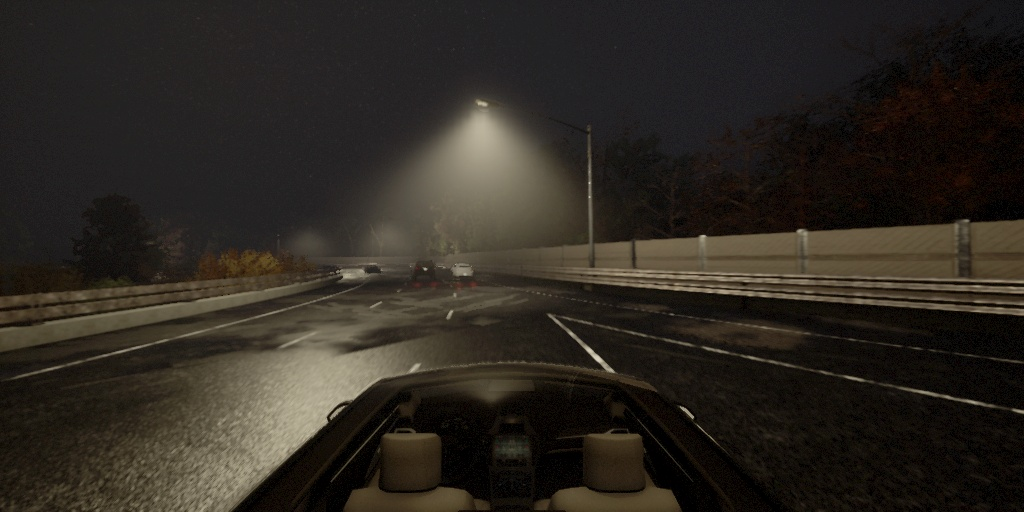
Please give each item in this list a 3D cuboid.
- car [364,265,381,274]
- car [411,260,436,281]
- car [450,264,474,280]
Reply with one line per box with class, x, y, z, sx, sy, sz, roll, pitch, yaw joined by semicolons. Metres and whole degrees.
car;-22.111;2.100;56.717;1.994;1.385;4.181;0;-1;-30
car;-9.107;1.410;36.863;2.150;2.045;5.566;0;-1;-18
car;-4.849;1.504;34.899;1.812;1.442;4.674;3;-2;-15
